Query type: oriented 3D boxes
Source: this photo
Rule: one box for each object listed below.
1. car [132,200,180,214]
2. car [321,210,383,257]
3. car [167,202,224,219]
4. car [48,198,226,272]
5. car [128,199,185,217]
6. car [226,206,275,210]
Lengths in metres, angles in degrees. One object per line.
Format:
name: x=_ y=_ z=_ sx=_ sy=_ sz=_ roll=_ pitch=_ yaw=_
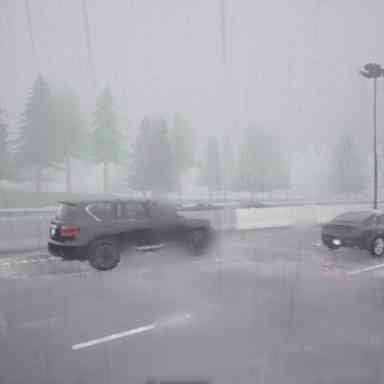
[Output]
car: x=-3.782 y=1.575 z=35.220 sx=4.718 sy=1.301 sz=1.895 roll=0 pitch=0 yaw=-32
car: x=7.031 y=1.469 z=12.837 sx=4.892 sy=1.490 sz=1.837 roll=0 pitch=0 yaw=-33
car: x=0.357 y=1.568 z=29.560 sx=4.718 sy=1.301 sz=1.895 roll=0 pitch=0 yaw=-32
car: x=-1.777 y=1.216 z=11.069 sx=5.566 sy=2.045 sz=2.150 roll=0 pitch=0 yaw=-35
car: x=-3.272 y=1.454 z=31.400 sx=5.008 sy=1.535 sz=1.882 roll=0 pitch=0 yaw=-32
car: x=4.685 y=1.502 z=28.142 sx=5.357 sy=1.411 sz=2.033 roll=0 pitch=0 yaw=-31
